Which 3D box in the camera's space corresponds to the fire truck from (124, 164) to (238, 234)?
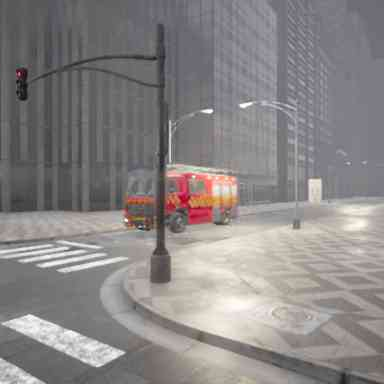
[{"bbox_3d":[-0.268,0.368,20.796,2.891,3.827,8.468,0,0,35],"label":"fire truck"}]
